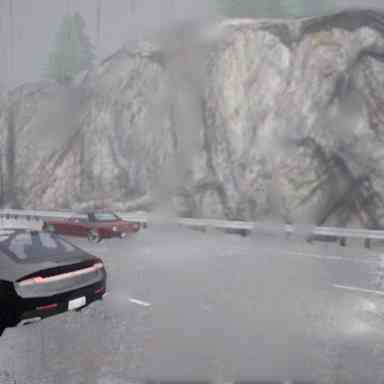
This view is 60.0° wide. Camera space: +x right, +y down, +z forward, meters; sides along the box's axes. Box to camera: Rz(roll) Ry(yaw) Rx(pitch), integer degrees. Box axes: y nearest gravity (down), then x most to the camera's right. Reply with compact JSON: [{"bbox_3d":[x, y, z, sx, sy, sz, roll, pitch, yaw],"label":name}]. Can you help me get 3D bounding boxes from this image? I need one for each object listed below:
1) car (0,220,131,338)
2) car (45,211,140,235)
[{"bbox_3d":[-3.760,1.456,6.379,4.902,1.511,2.128,0,0,34],"label":"car"},{"bbox_3d":[-4.771,1.526,15.316,4.718,1.301,1.895,0,0,32],"label":"car"}]
